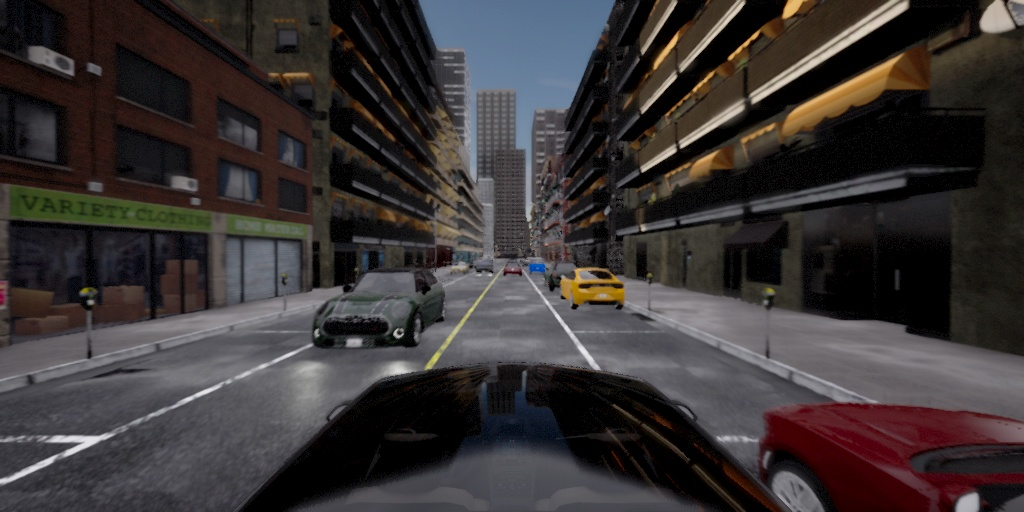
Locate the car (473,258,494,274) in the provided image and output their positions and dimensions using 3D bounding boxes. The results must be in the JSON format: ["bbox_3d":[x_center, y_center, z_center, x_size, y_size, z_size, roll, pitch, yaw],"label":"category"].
[{"bbox_3d":[-3.069,1.291,41.492,2.033,1.411,5.357,0,0,0],"label":"car"}]

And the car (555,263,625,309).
[{"bbox_3d":[3.145,1.223,14.868,1.882,1.535,5.008,0,0,0],"label":"car"}]

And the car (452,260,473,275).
[{"bbox_3d":[-5.679,1.269,39.381,1.751,1.417,4.829,0,0,0],"label":"car"}]

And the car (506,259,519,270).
[{"bbox_3d":[0.079,1.250,52.601,1.837,1.490,4.892,0,0,1],"label":"car"}]

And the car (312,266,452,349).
[{"bbox_3d":[-3.066,1.100,9.238,2.097,1.767,4.553,0,0,0],"label":"car"}]

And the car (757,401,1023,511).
[{"bbox_3d":[2.689,1.295,0.871,1.888,1.381,4.507,0,0,0],"label":"car"}]

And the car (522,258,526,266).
[{"bbox_3d":[2.711,1.296,61.628,2.007,1.370,4.403,0,0,0],"label":"car"}]

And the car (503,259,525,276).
[{"bbox_3d":[0.081,1.307,37.589,1.994,1.385,4.181,0,0,0],"label":"car"}]

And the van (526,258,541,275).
[{"bbox_3d":[2.703,1.084,39.536,1.690,1.789,3.998,0,0,0],"label":"van"}]

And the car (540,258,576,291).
[{"bbox_3d":[3.120,1.097,21.838,2.097,1.767,4.553,0,0,0],"label":"car"}]
